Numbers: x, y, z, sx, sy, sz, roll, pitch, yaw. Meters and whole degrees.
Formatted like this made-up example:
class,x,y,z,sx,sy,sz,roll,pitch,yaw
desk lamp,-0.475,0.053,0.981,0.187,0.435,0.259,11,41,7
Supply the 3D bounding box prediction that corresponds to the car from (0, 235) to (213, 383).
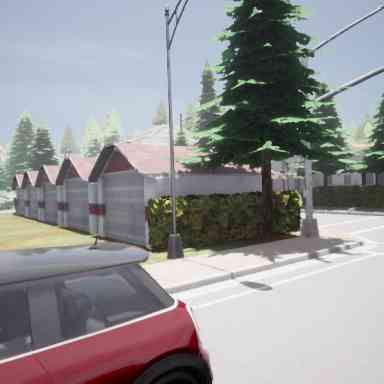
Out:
class,x,y,z,sx,sy,sz,roll,pitch,yaw
car,-2.086,1.354,2.503,4.553,1.767,2.097,-2,1,-36
